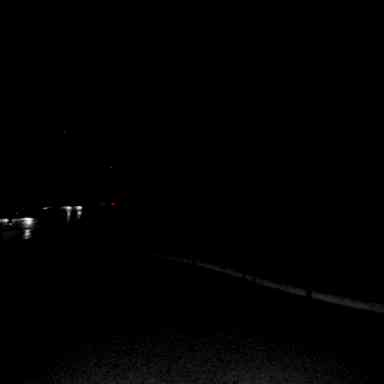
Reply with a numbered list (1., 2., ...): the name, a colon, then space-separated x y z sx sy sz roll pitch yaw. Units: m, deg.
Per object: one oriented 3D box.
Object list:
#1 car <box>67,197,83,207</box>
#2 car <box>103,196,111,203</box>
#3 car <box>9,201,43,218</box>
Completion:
1. car: -17.334 1.399 50.093 1.812 1.442 4.674 -1 1 -4
2. car: -14.517 1.068 59.233 2.097 1.767 4.553 -1 1 -5
3. car: -15.887 1.631 32.127 1.812 1.442 4.674 -1 1 -5
